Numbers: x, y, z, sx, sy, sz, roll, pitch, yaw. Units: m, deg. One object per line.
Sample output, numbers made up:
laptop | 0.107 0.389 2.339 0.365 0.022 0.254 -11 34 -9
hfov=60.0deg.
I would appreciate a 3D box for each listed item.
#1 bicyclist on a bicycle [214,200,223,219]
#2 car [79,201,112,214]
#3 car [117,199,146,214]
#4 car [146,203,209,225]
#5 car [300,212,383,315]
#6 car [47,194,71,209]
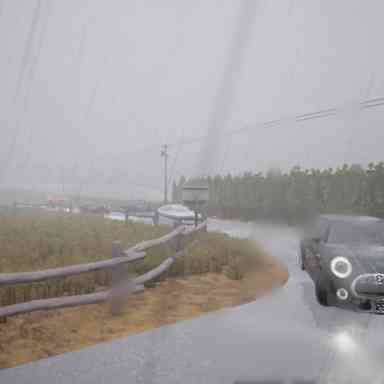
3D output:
bicyclist on a bicycle | 2.453 1.461 27.810 1.656 1.620 0.582 0 0 -35
car | -9.735 1.604 33.501 1.895 1.301 4.718 0 0 -35
car | -6.054 1.496 34.177 2.128 1.511 4.902 0 0 -35
car | -0.849 1.529 20.997 1.812 1.442 4.674 0 0 -35
car | 3.847 1.354 7.756 2.097 1.767 4.553 -1 0 11
car | -18.403 1.229 45.843 2.150 2.045 5.566 0 0 -35
